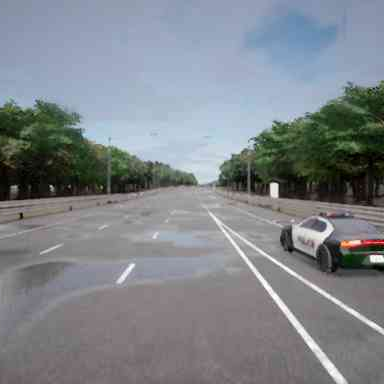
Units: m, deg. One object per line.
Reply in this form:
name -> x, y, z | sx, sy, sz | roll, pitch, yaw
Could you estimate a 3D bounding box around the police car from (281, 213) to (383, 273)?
police car -> 4.408, 1.443, 10.633 | 2.038, 1.542, 4.974 | 0, 1, -4
